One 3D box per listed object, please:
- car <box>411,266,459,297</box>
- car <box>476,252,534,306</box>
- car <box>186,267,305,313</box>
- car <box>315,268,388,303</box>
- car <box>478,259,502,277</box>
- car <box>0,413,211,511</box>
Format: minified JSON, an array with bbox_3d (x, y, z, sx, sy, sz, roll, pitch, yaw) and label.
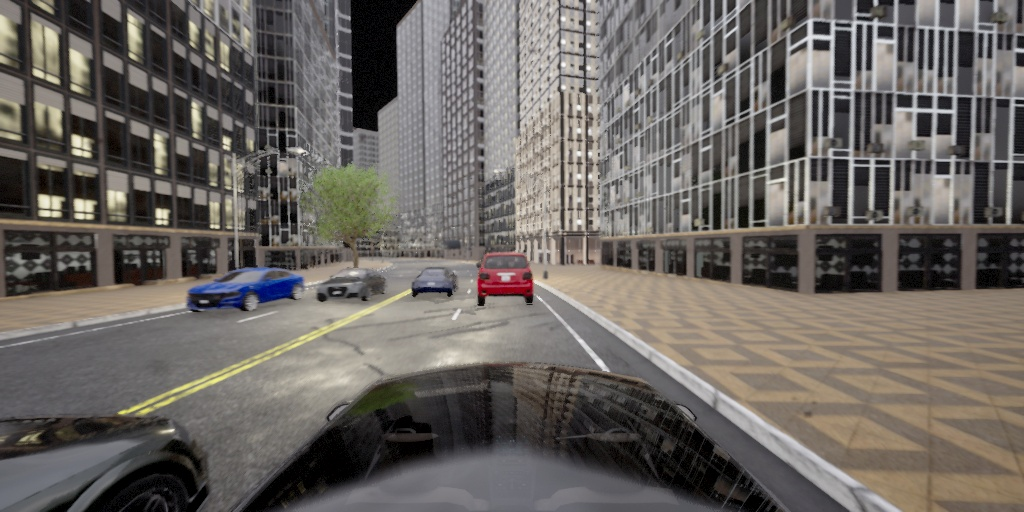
[{"bbox_3d":[-3.811,1.216,18.321,1.994,1.385,4.181,-1,0,-4],"label":"car"},{"bbox_3d":[-0.353,0.865,15.439,2.150,2.045,5.566,0,1,-3],"label":"car"},{"bbox_3d":[-10.254,1.219,14.263,1.882,1.535,5.008,0,0,-3],"label":"car"},{"bbox_3d":[-7.131,1.262,16.348,1.994,1.385,4.181,-1,0,-4],"label":"car"},{"bbox_3d":[-2.125,1.021,33.270,1.837,1.490,4.892,-1,0,-8],"label":"car"},{"bbox_3d":[-3.186,1.345,0.853,1.994,1.385,4.181,0,0,0],"label":"car"}]
